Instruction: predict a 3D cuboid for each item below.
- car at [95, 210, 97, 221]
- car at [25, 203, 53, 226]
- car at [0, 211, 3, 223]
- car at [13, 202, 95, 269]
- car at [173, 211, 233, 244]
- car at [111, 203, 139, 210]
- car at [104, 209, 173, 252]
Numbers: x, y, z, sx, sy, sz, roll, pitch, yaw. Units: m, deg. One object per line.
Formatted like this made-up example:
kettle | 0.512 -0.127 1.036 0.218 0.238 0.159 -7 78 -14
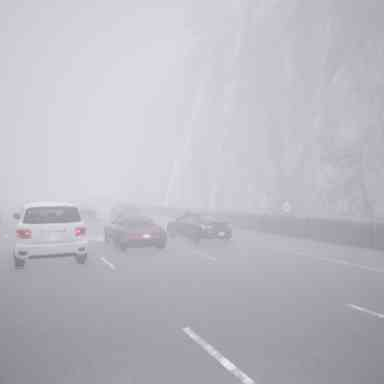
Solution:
car | -9.375 1.728 28.700 1.812 1.442 4.674 0 0 -26
car | -12.263 1.704 26.630 1.837 1.490 4.892 0 0 -26
car | -15.124 1.794 24.500 1.895 1.301 4.718 0 0 -26
car | -5.200 1.360 12.148 2.150 2.045 5.566 0 0 -26
car | 0.320 1.680 16.827 1.812 1.442 4.674 0 0 -26
car | -5.969 1.712 29.695 1.837 1.490 4.892 0 0 -26
car | -2.659 1.714 14.946 1.994 1.385 4.181 0 0 -26
